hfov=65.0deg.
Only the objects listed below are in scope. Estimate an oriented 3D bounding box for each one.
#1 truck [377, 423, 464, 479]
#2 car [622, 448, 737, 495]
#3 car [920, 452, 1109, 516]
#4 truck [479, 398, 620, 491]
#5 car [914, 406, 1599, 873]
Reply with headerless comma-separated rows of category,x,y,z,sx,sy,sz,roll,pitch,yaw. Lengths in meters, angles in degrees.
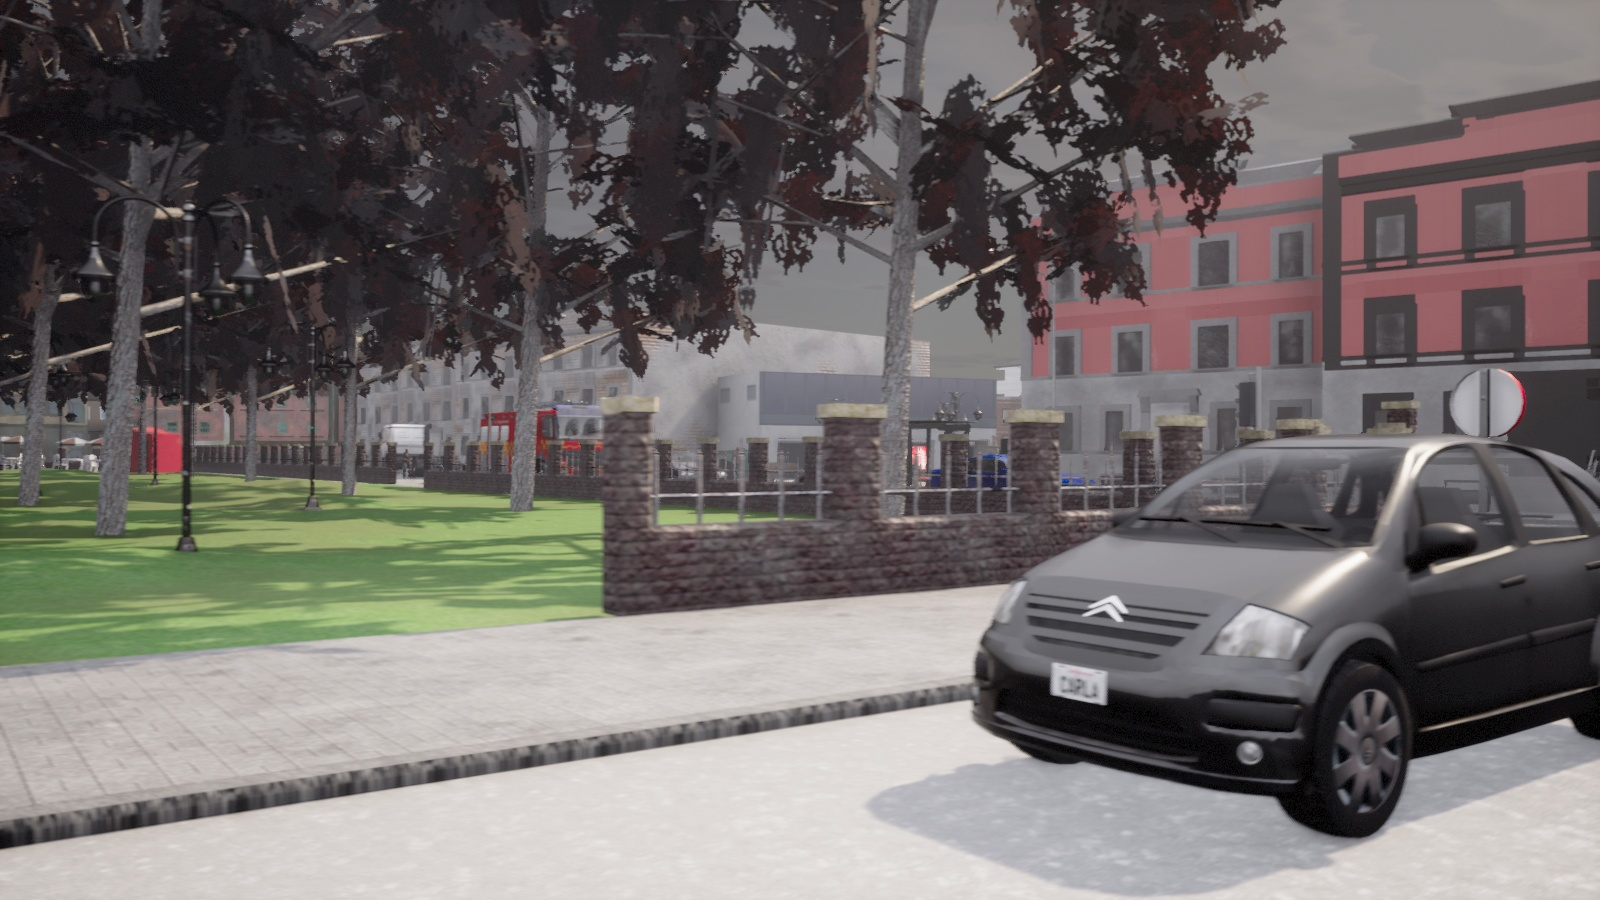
truck,-24.523,0.070,80.904,2.891,3.462,7.936,0,0,-36
car,-4.559,0.759,46.777,2.242,1.667,4.611,0,0,-36
car,5.522,0.835,32.973,1.882,1.535,5.008,0,0,-35
truck,-11.347,-0.211,56.086,2.891,3.827,8.468,0,0,-36
car,2.675,0.663,6.294,3.988,1.617,1.851,0,0,-37
